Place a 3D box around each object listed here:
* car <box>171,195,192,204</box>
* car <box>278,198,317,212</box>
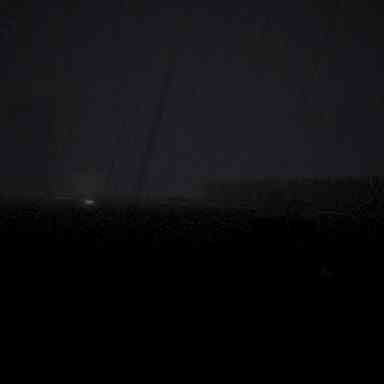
[{"bbox_3d":[-1.740,1.268,55.808,1.994,1.385,4.181,1,0,-35],"label":"car"},{"bbox_3d":[11.605,1.385,36.703,1.994,1.385,4.181,1,0,-35],"label":"car"}]
